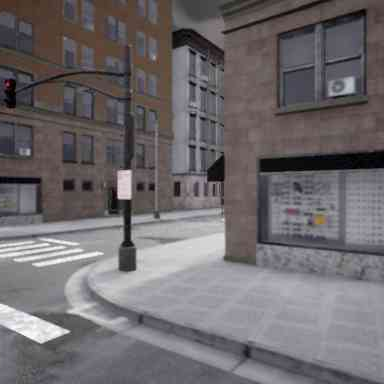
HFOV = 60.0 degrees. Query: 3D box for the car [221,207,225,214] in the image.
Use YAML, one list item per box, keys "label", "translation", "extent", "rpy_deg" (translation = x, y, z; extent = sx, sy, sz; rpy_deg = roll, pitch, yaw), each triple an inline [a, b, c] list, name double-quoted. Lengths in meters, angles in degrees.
- label: "car"
  translation: [4.719, 1.427, 30.054]
  extent: [2.033, 1.411, 5.357]
  rpy_deg: [0, 0, 36]
